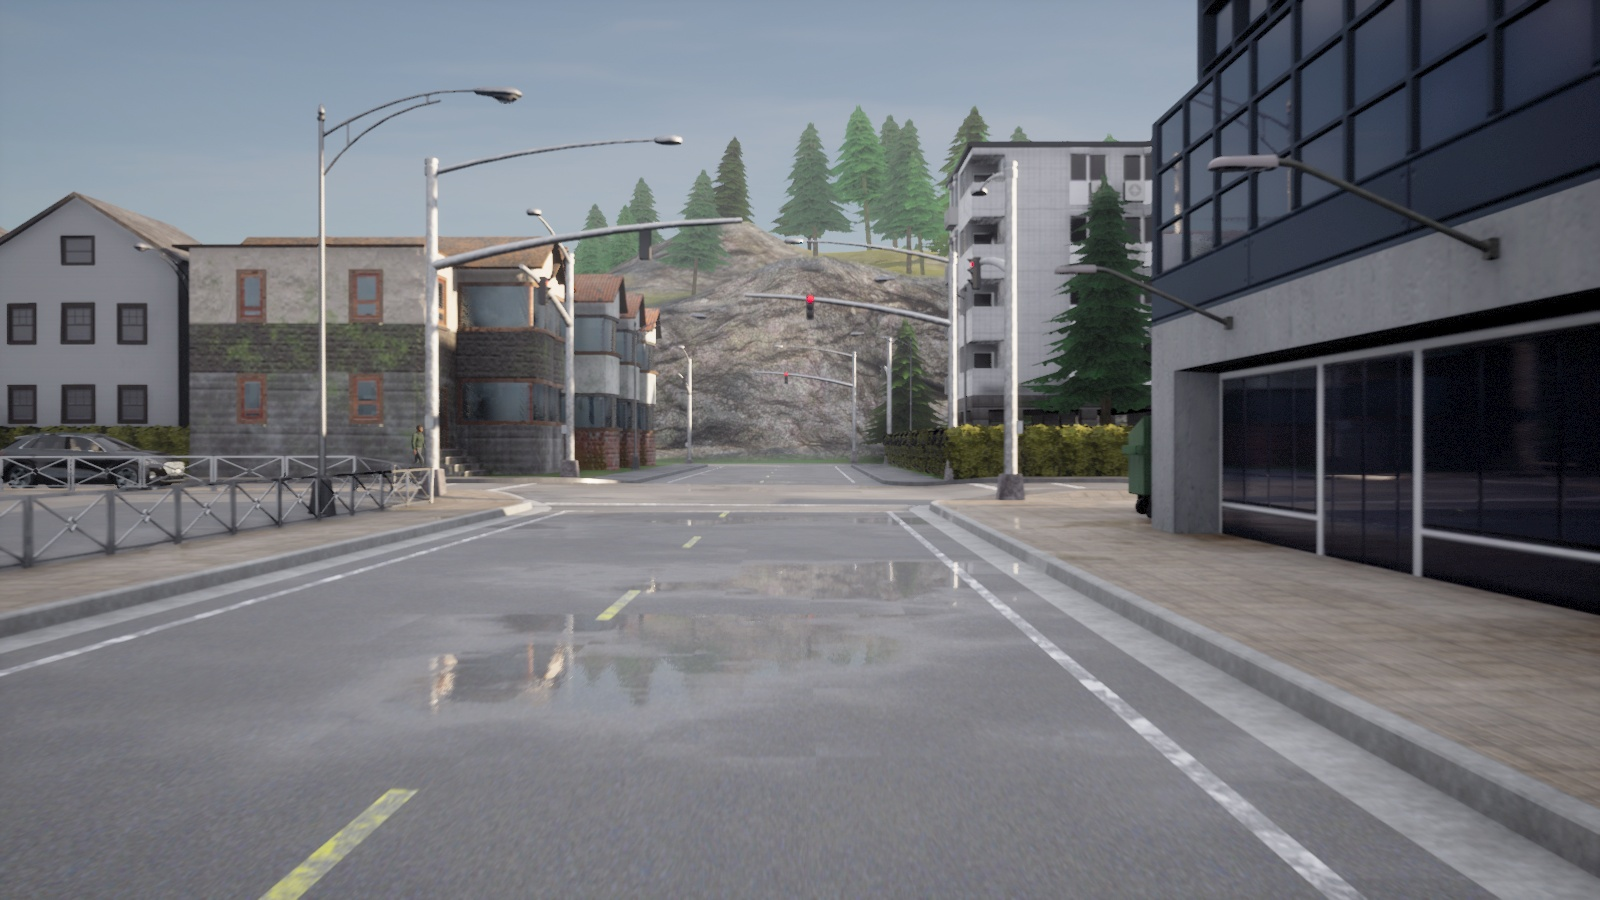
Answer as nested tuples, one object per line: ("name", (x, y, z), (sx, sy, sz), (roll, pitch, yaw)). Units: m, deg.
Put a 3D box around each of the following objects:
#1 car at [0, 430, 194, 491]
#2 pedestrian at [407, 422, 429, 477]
("car", (-19.802, 0.287, 35.002), (4.856, 1.649, 2.033), (0, 0, 0))
("pedestrian", (-12.836, -0.021, 42.166), (0.614, 1.847, 0.353), (0, 0, 16))
